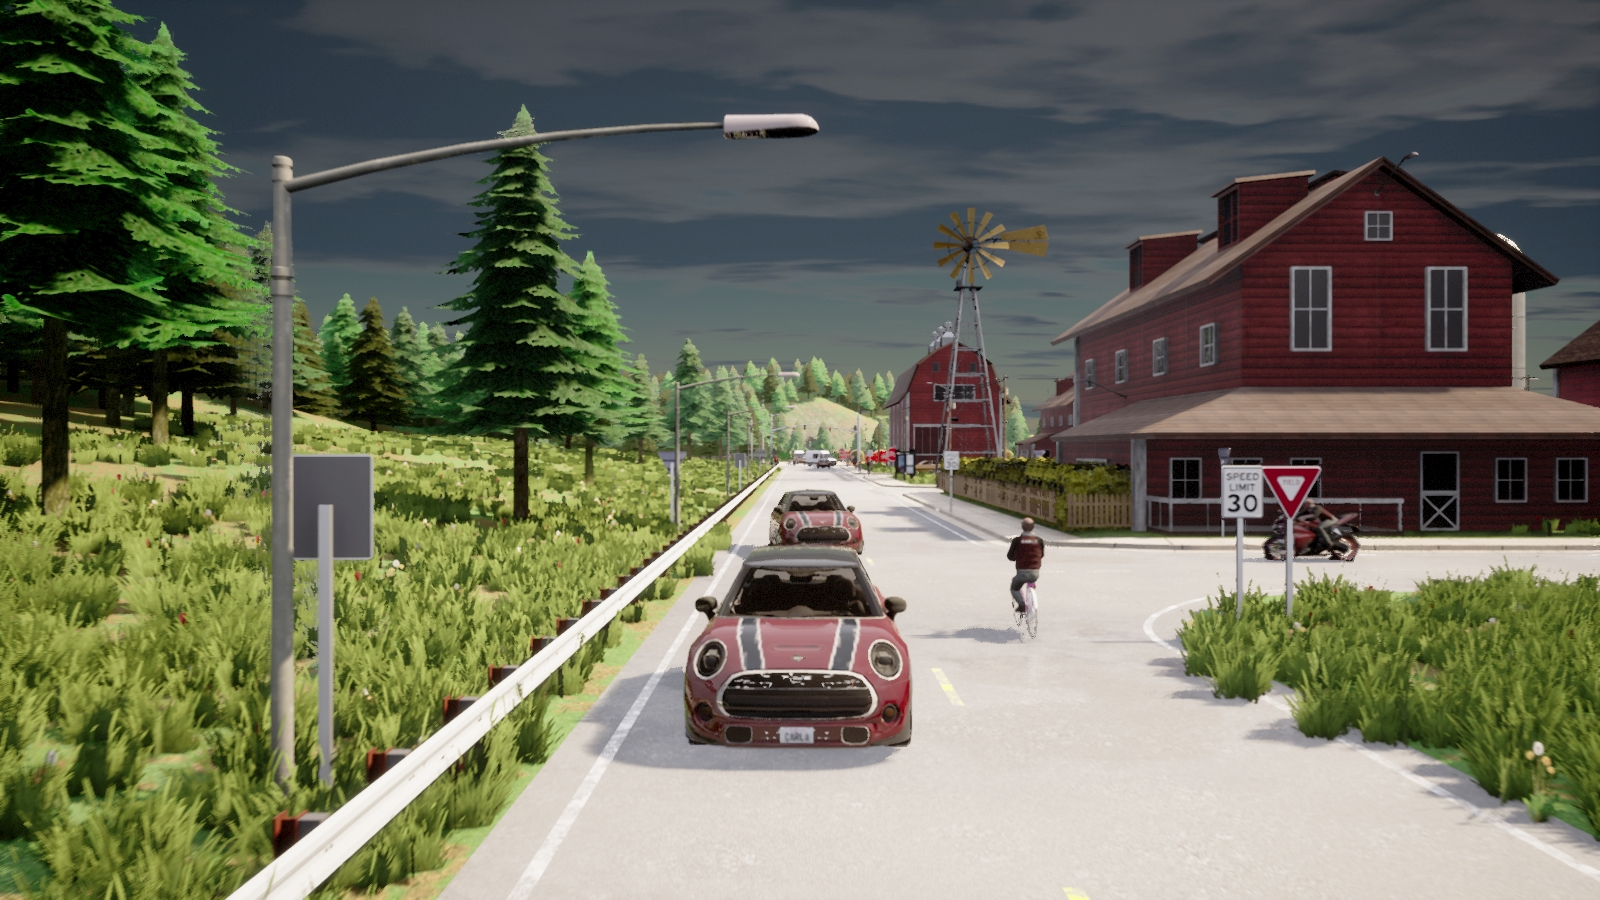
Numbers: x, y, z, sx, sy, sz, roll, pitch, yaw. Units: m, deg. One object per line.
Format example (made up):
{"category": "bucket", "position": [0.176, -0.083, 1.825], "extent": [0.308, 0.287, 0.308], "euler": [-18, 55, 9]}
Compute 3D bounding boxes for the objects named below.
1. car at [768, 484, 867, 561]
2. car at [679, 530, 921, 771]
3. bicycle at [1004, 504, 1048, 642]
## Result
{"category": "car", "position": [0.373, 1.870, 30.687], "extent": [2.097, 1.767, 4.553], "euler": [0, 0, -6]}
{"category": "car", "position": [0.045, 1.896, 12.172], "extent": [2.097, 1.767, 4.553], "euler": [0, 0, 1]}
{"category": "bicycle", "position": [3.438, 1.822, 17.453], "extent": [0.329, 1.919, 1.835], "euler": [0, 0, 0]}
